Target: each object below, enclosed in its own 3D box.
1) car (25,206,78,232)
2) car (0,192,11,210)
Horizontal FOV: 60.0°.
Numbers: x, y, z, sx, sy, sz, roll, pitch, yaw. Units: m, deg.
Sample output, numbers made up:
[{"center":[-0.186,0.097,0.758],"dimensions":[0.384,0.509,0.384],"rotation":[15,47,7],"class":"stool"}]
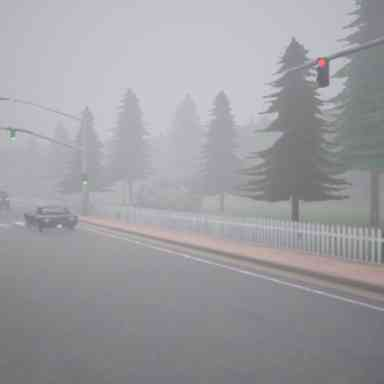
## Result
[{"center":[-8.193,1.452,19.036],"dimensions":[1.895,1.301,4.718],"rotation":[-1,1,-37],"class":"car"},{"center":[-21.980,0.972,37.255],"dimensions":[2.150,2.045,5.566],"rotation":[0,0,-41],"class":"car"}]
